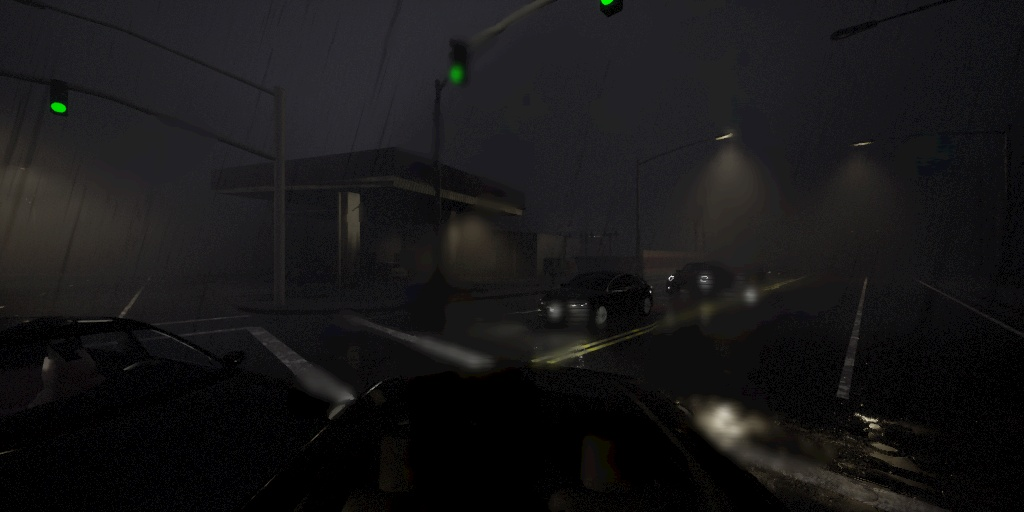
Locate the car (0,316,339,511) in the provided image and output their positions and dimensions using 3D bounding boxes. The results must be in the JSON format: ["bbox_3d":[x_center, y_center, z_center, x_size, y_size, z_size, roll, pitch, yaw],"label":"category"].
[{"bbox_3d":[-3.424,1.242,2.505,4.902,1.511,2.128,0,0,15],"label":"car"}]

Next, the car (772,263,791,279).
[{"bbox_3d":[23.741,1.314,32.365,4.181,1.385,1.994,0,0,-45],"label":"car"}]

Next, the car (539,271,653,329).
[{"bbox_3d":[2.867,1.255,11.530,1.837,1.490,4.892,0,0,45],"label":"car"}]

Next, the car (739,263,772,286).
[{"bbox_3d":[16.616,1.314,25.303,1.994,1.385,4.181,0,0,44],"label":"car"}]

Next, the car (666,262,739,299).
[{"bbox_3d":[9.698,1.102,18.384,4.553,1.767,2.097,0,0,-45],"label":"car"}]
